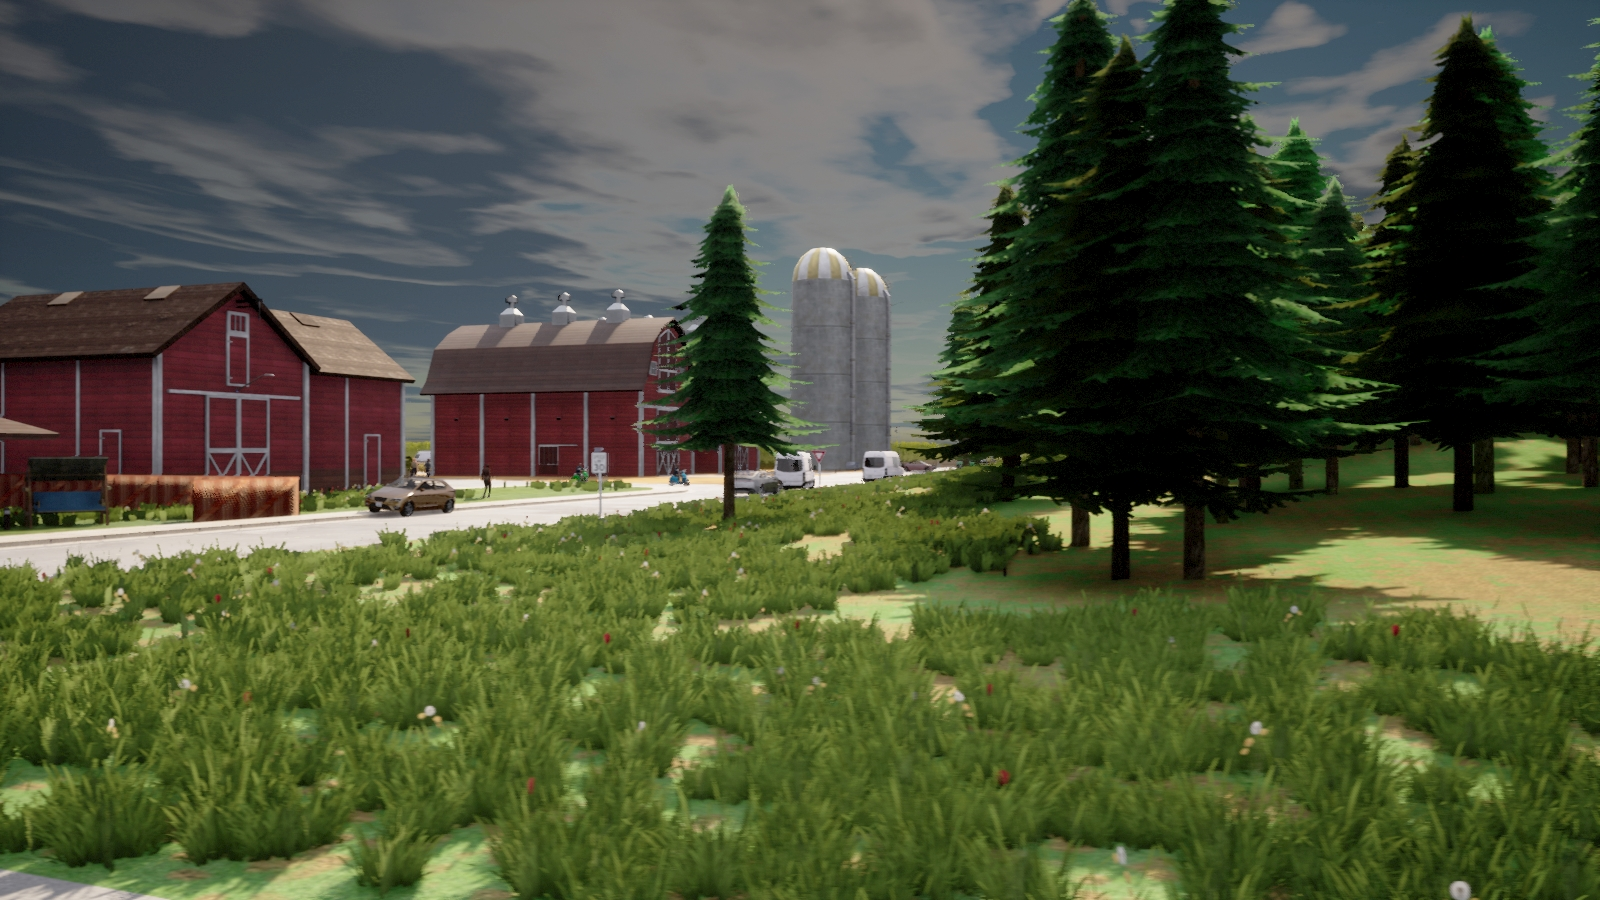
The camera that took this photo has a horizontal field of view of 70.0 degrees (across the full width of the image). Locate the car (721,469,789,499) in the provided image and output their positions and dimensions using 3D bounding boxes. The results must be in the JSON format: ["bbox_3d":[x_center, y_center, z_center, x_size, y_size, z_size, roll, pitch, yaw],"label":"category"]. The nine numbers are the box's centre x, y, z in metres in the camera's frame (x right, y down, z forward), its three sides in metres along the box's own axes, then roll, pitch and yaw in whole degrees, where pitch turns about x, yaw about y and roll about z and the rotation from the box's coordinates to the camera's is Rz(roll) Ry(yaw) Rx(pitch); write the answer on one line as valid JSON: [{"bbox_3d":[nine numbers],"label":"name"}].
[{"bbox_3d":[-2.486,1.890,64.357,2.128,1.511,4.902,0,0,20],"label":"car"}]

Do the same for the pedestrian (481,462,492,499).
[{"bbox_3d":[-15.712,1.521,57.268,0.375,1.860,0.375,0,0,13],"label":"pedestrian"}]
